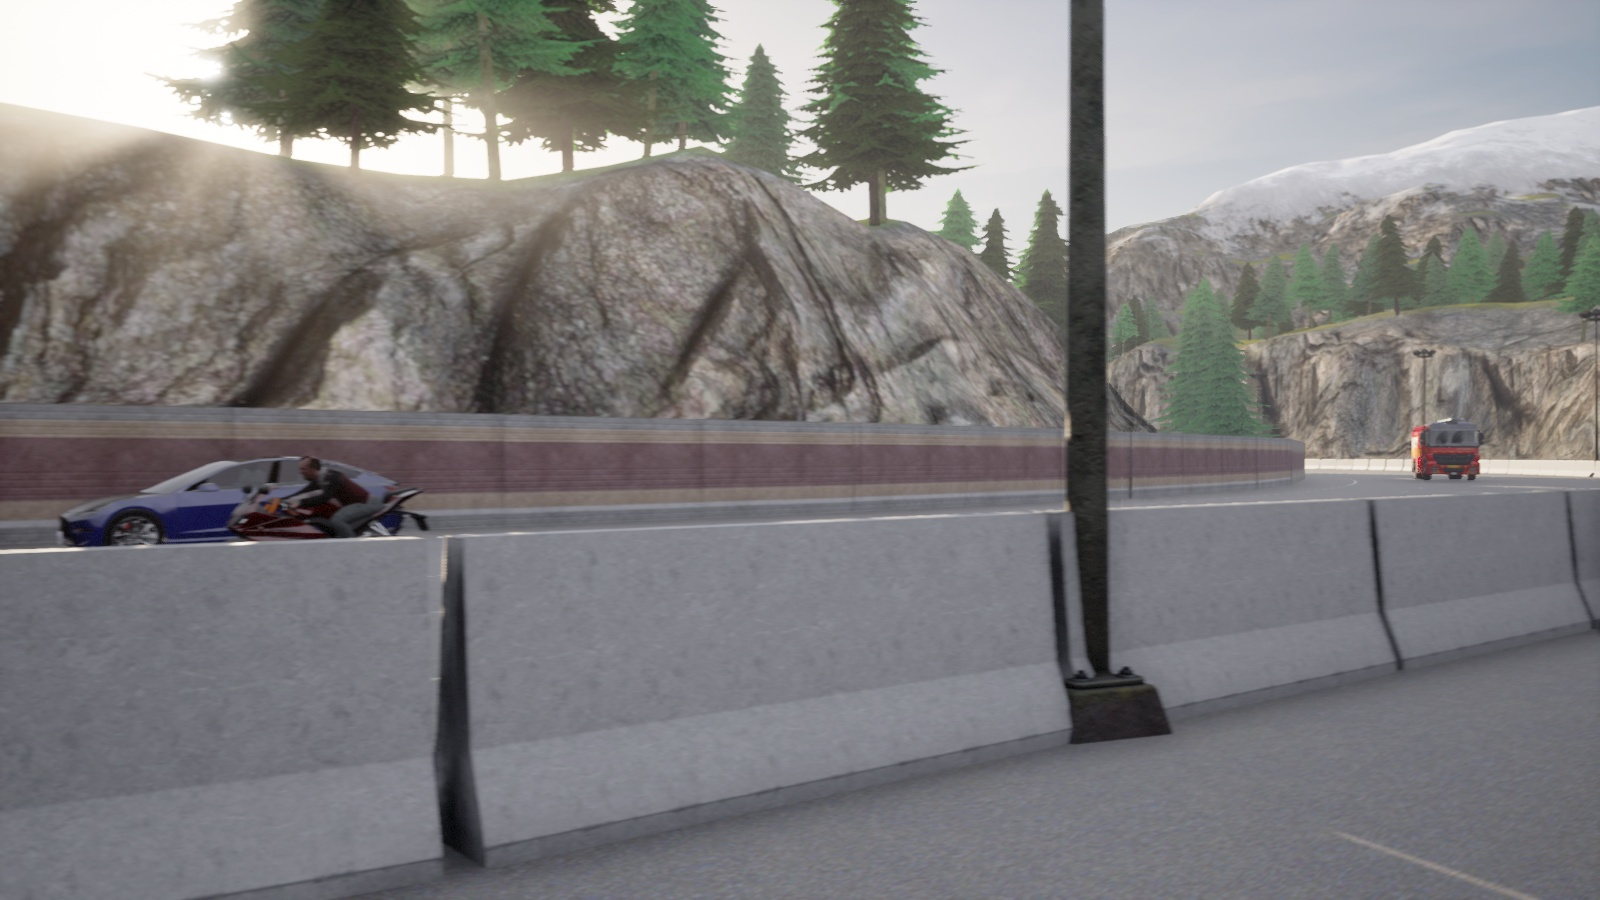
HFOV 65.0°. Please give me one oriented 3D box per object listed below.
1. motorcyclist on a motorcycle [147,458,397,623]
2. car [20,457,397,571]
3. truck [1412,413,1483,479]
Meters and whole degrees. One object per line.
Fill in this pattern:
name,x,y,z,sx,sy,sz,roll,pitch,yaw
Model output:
motorcyclist on a motorcycle,-5.325,0.857,12.725,2.191,1.530,0.866,0,-1,-36
car,-8.820,0.862,18.902,4.792,1.488,2.163,0,0,-36
truck,39.885,-0.207,77.625,2.891,3.827,8.468,0,0,20
